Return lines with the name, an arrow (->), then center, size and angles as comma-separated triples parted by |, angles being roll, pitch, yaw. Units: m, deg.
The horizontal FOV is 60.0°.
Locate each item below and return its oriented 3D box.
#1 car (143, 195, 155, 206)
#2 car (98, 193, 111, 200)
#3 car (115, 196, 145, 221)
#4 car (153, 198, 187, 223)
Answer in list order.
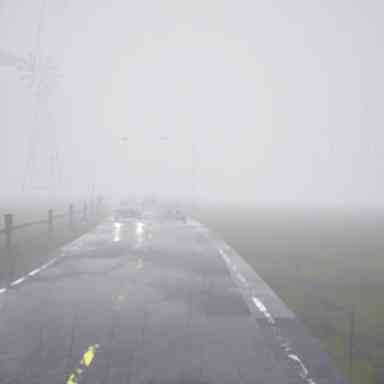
car -> -5.617, 1.153, 42.531 | 1.837, 1.490, 4.892 | 0, 0, -15
car -> -17.159, 0.871, 65.093 | 1.812, 1.442, 4.674 | 0, 1, -26
car -> -4.822, 1.275, 25.515 | 1.882, 1.535, 5.008 | 0, 0, -9
car -> -1.506, 1.363, 23.606 | 2.033, 1.411, 5.357 | 0, 0, -8
